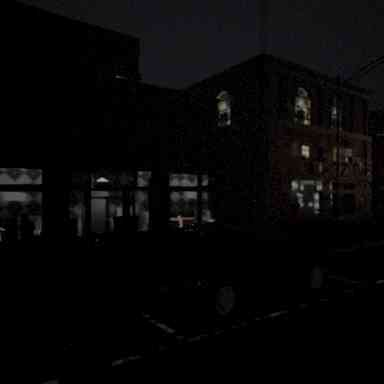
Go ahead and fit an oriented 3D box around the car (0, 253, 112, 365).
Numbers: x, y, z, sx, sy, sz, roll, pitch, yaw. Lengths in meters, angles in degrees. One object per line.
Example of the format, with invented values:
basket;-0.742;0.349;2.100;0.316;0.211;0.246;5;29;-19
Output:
car;-3.207;1.564;4.274;4.313;1.339;1.947;1;-1;-36

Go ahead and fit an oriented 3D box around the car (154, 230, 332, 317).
car;1.305;1.585;7.495;4.507;1.381;1.887;1;-1;-36
